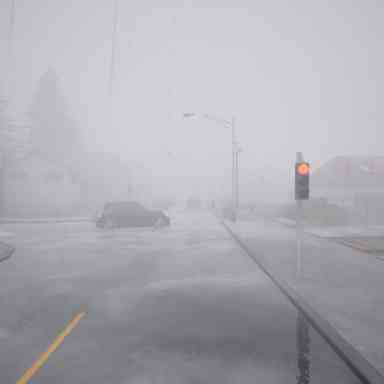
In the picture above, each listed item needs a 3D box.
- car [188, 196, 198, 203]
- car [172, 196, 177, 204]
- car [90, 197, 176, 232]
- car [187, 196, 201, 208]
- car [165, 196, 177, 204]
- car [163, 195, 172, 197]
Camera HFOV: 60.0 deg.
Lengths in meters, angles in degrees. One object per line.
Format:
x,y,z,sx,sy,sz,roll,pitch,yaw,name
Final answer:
0.223,1.715,74.755,2.128,1.511,4.902,0,0,0,car
-3.943,1.346,52.280,2.097,1.767,4.553,0,0,0,car
-3.651,1.348,19.995,4.553,1.767,2.097,0,0,-27,car
0.238,1.485,47.355,2.128,1.511,4.902,0,0,0,car
-3.879,1.470,62.353,1.882,1.535,5.008,0,0,1,car
-3.978,1.499,42.238,1.837,1.490,4.892,0,0,0,car
